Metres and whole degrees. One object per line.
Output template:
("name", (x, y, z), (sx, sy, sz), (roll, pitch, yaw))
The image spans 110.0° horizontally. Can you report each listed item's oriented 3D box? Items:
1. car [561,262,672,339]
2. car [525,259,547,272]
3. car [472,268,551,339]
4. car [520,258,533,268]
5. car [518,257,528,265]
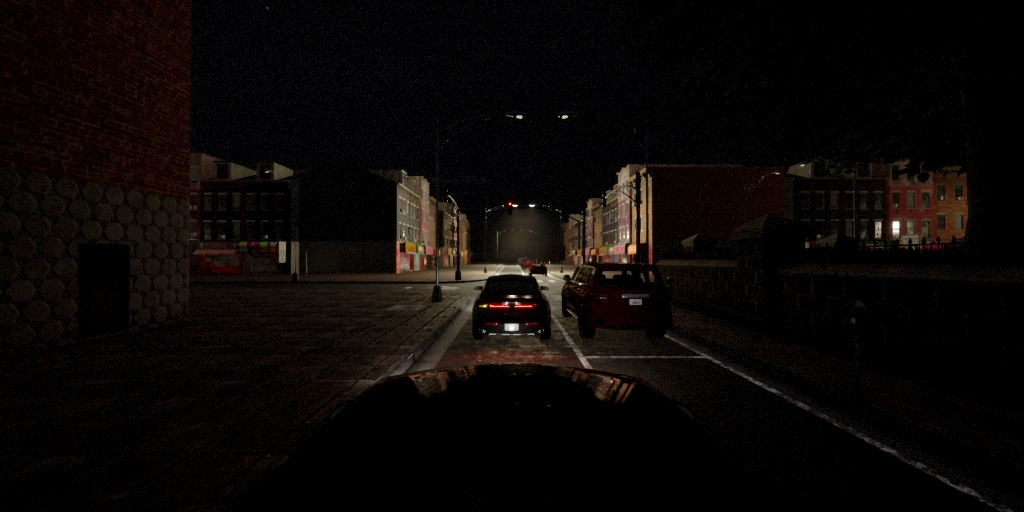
("car", (2.626, 1.068, 10.043), (2.192, 1.841, 5.009), (0, 0, 0))
("car", (2.589, 1.334, 36.472), (1.888, 1.381, 4.507), (0, 0, 0))
("car", (-0.011, 1.258, 10.001), (1.837, 1.490, 4.892), (0, 0, 0))
("car", (2.565, 1.373, 52.784), (1.888, 1.381, 4.507), (0, 0, 0))
("car", (2.557, 1.158, 58.221), (2.192, 1.841, 5.009), (0, 0, 0))
